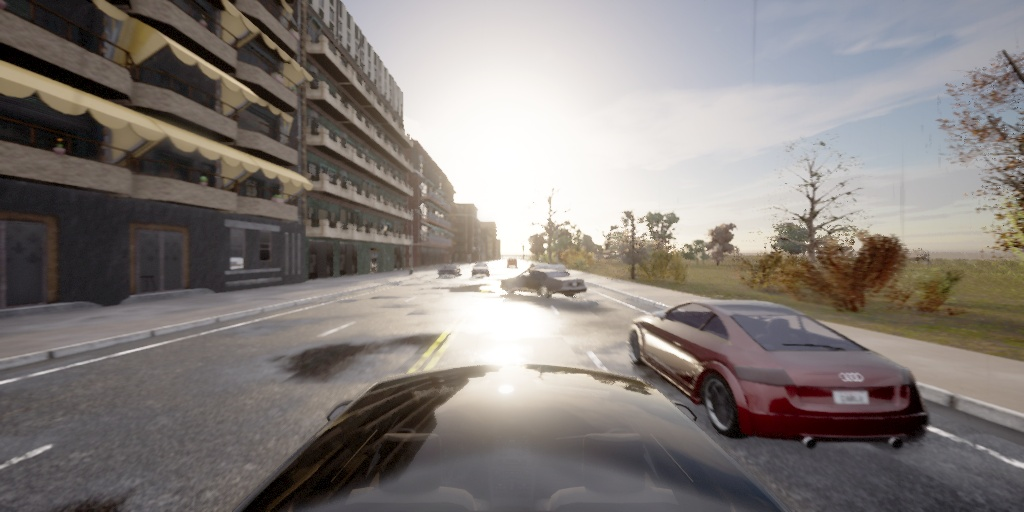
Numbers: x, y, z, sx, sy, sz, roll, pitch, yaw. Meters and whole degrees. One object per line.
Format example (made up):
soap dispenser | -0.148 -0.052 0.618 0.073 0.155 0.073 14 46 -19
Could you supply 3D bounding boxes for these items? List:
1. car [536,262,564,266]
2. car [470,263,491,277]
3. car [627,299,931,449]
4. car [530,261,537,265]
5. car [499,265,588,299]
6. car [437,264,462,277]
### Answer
car | 3.260 1.390 27.477 2.163 1.488 4.792 0 0 0
car | -3.320 1.474 38.836 1.812 1.442 4.674 0 0 0
car | 3.253 1.333 5.446 1.994 1.385 4.181 0 0 0
car | 3.263 1.471 38.447 1.812 1.442 4.674 0 0 0
car | 1.474 1.388 18.938 2.033 1.411 5.357 0 0 -36
car | -6.575 1.545 37.986 1.895 1.301 4.718 0 0 0
